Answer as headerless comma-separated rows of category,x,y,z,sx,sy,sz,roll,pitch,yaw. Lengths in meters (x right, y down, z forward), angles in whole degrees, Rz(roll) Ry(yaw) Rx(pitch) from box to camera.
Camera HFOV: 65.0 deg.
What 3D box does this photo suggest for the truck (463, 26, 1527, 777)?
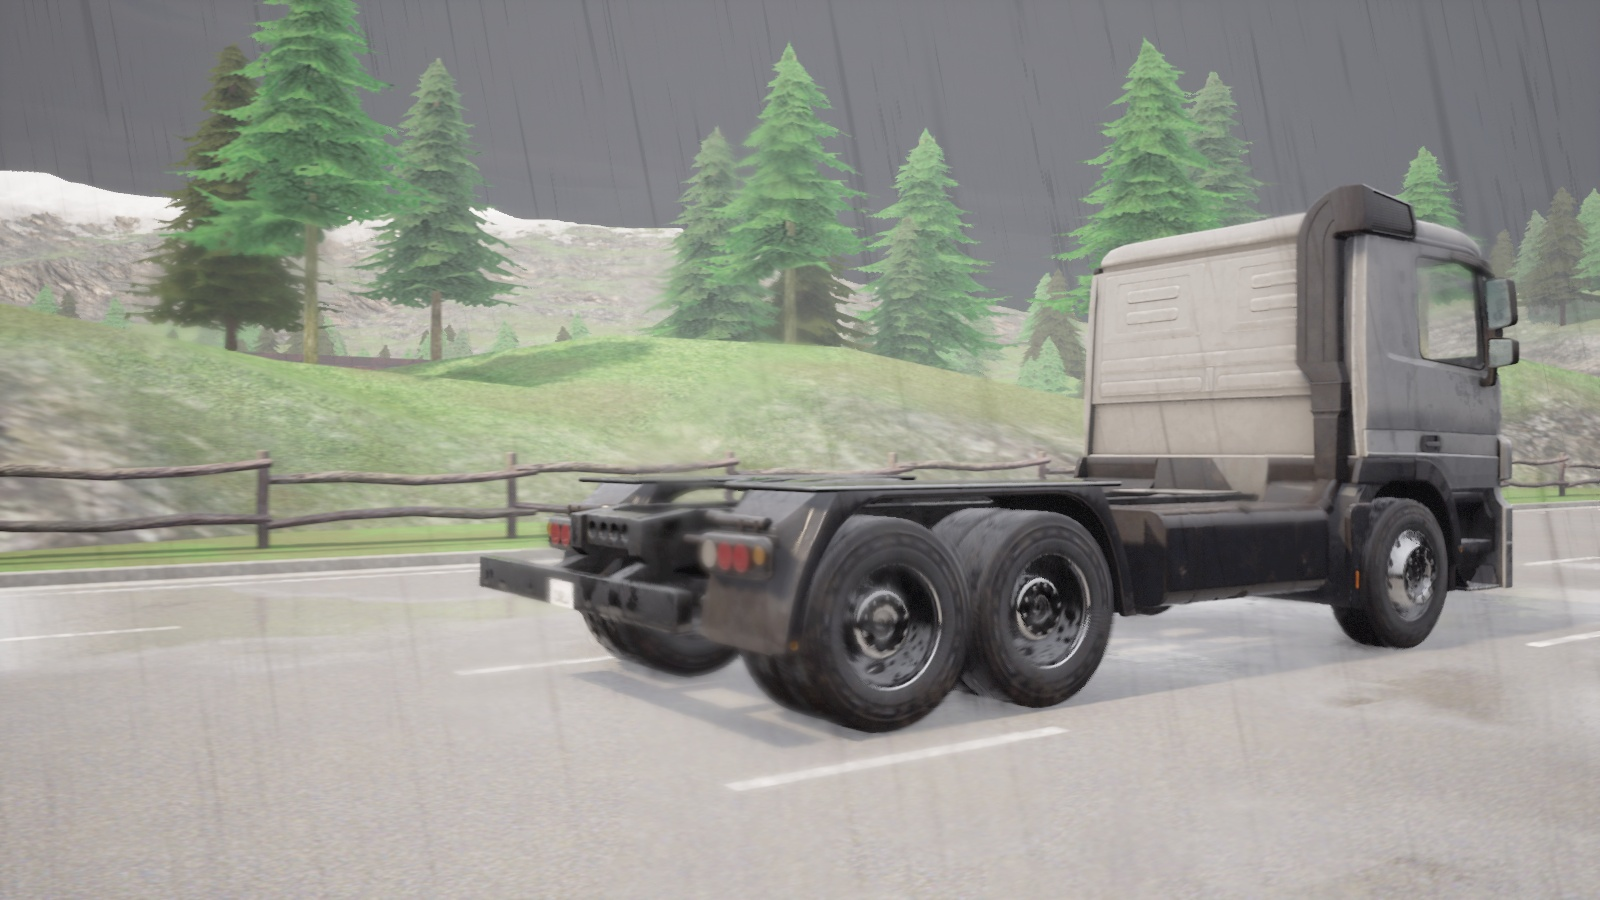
truck,1.892,-0.224,9.244,7.936,3.462,2.891,0,0,-35
